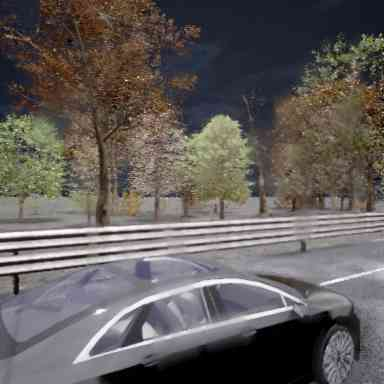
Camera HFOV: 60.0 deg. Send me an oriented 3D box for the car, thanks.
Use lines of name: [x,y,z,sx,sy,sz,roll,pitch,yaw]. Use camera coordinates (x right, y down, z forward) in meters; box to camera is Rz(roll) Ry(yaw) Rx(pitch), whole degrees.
car: [-0.026,1.505,3.713,4.902,1.511,2.128,0,0,-35]
